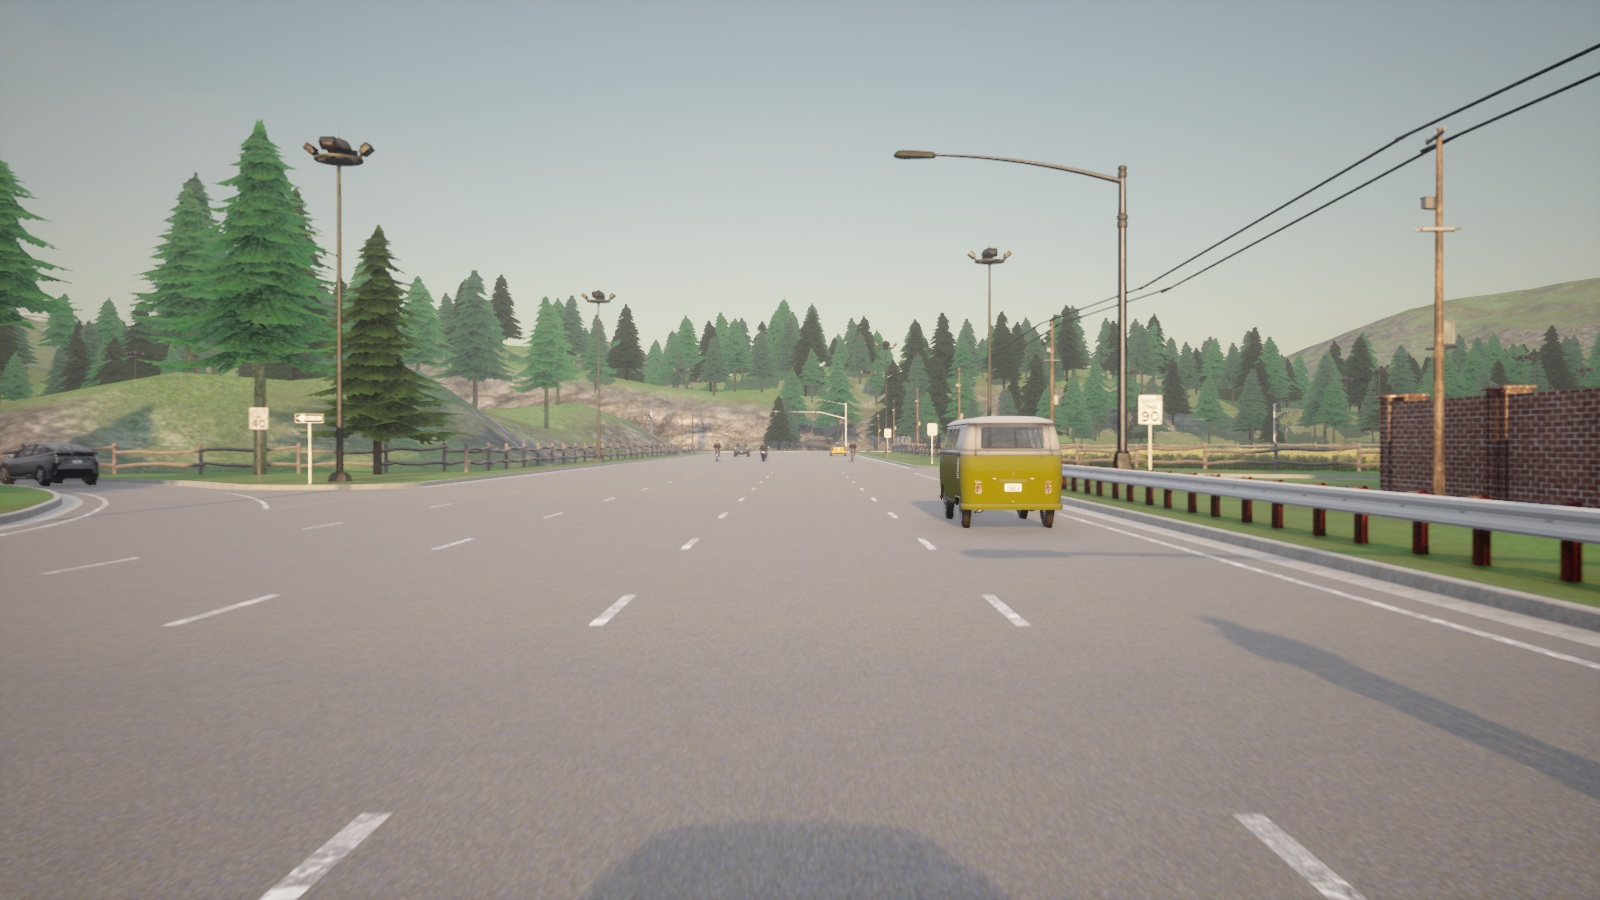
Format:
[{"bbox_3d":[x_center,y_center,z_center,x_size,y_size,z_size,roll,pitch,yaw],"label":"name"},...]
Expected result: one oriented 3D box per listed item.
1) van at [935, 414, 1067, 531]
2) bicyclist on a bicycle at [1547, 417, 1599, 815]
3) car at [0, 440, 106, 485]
[{"bbox_3d":[3.648,0.370,23.475,1.775,1.987,4.442,0,0,0],"label":"van"},{"bbox_3d":[3.542,0.676,4.639,0.582,1.620,1.656,0,0,0],"label":"bicyclist on a bicycle"},{"bbox_3d":[-27.043,0.417,45.111,4.514,1.525,2.007,0,0,36],"label":"car"}]
